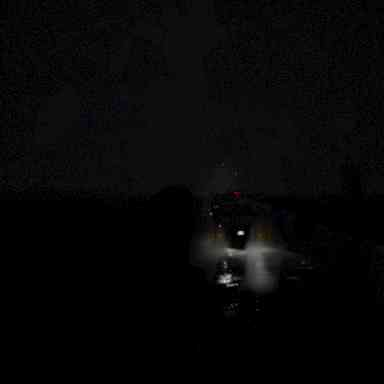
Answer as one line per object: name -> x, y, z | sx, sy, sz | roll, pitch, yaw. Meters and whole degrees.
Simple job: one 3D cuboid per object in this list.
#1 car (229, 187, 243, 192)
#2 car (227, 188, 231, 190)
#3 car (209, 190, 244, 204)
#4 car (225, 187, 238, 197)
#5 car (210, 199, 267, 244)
car -> 6.333, 0.218, 47.512 | 1.837, 1.490, 4.892 | -2, 1, 3
car -> 2.835, 0.651, 35.084 | 1.812, 1.442, 4.674 | -2, 1, 3
car -> 2.329, 0.898, 24.297 | 2.128, 1.511, 4.902 | -2, 1, 3
car -> 6.792, -0.012, 57.667 | 1.837, 1.490, 4.892 | -2, 1, 3
car -> 1.872, 1.247, 13.956 | 1.994, 1.385, 4.181 | -2, 1, 3
